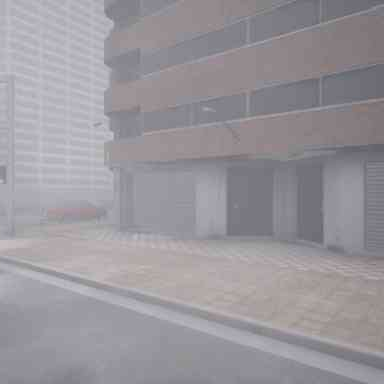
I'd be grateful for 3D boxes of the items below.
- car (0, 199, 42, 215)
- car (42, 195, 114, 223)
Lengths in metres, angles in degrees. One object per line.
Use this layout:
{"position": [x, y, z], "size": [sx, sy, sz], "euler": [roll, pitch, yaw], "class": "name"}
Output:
{"position": [-16.726, 1.505, 32.660], "size": [1.837, 1.490, 4.892], "euler": [0, 0, 37], "class": "car"}
{"position": [-8.644, 1.352, 25.608], "size": [2.097, 1.767, 4.553], "euler": [0, 0, 37], "class": "car"}
